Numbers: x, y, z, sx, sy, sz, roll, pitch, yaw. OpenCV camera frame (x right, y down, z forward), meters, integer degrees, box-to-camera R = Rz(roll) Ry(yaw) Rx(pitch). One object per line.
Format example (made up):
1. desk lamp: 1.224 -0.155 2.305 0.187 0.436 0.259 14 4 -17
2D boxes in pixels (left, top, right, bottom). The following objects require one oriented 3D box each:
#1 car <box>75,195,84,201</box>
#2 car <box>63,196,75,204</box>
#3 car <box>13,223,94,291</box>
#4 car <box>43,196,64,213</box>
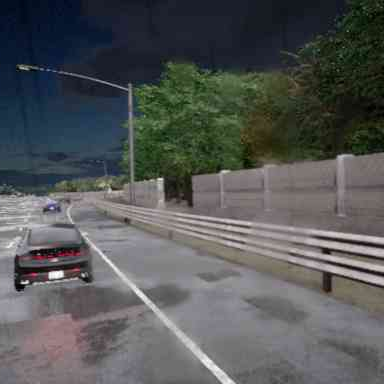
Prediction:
1. car: -27.739 1.490 81.352 2.033 1.411 5.357 -2 1 -10
2. car: -23.481 1.468 61.932 1.837 1.490 4.892 -2 1 -14
3. car: -4.096 1.678 9.840 1.837 1.490 4.892 -2 0 -24
4. car: -16.432 1.632 39.291 1.812 1.442 4.674 -1 1 -20
